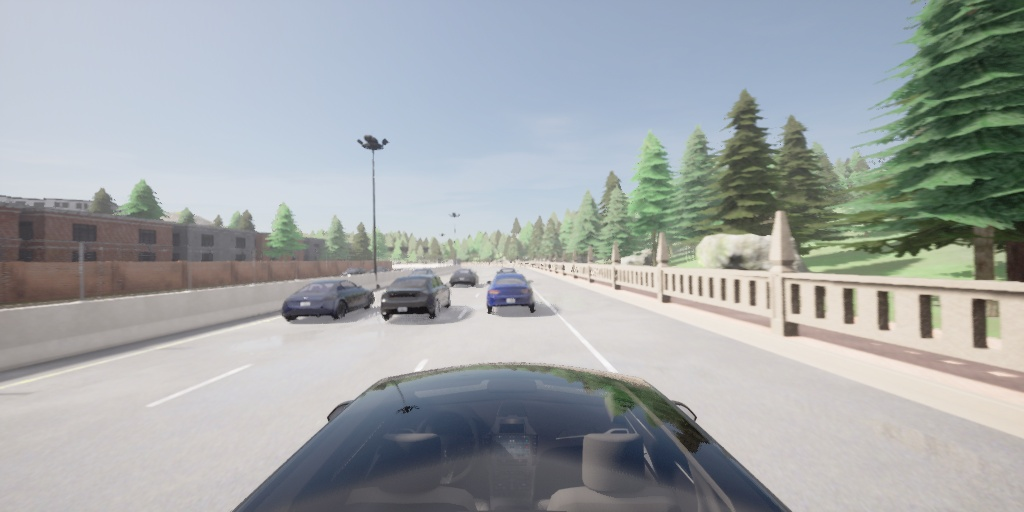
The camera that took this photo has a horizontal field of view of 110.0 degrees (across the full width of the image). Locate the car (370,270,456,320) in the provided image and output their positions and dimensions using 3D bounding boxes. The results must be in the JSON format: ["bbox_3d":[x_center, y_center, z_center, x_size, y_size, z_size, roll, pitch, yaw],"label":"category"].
[{"bbox_3d":[-3.565,1.484,13.975,1.837,1.490,4.892,-1,0,-1],"label":"car"}]

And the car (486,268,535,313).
[{"bbox_3d":[-0.080,1.434,14.926,1.812,1.442,4.674,-1,-1,-1],"label":"car"}]

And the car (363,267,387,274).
[{"bbox_3d":[-18.350,2.249,49.690,1.837,1.490,4.892,-1,-1,-1],"label":"car"}]

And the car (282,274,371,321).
[{"bbox_3d":[-7.066,1.626,14.227,1.994,1.385,4.181,-1,-1,-1],"label":"car"}]

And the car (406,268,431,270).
[{"bbox_3d":[-7.347,1.779,29.853,1.812,1.442,4.674,-1,-1,-1],"label":"car"}]

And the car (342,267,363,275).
[{"bbox_3d":[-21.850,2.319,49.879,2.128,1.511,4.902,-1,-1,-1],"label":"car"}]

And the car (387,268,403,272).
[{"bbox_3d":[-14.837,2.248,48.546,1.895,1.301,4.718,-1,-1,-1],"label":"car"}]

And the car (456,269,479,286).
[{"bbox_3d":[-3.840,1.730,29.395,1.994,1.385,4.181,-1,-1,-1],"label":"car"}]
